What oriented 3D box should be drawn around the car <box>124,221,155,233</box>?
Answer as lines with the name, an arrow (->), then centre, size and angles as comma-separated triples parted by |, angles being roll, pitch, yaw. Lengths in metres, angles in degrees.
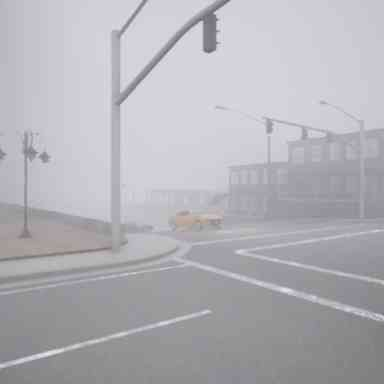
car -> -5.661, 3.589, 32.450 | 2.033, 1.411, 5.357 | 0, -12, -36

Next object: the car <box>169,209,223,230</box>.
car -> 0.184, 2.010, 24.491 | 1.882, 1.535, 5.008 | 0, -5, -36
